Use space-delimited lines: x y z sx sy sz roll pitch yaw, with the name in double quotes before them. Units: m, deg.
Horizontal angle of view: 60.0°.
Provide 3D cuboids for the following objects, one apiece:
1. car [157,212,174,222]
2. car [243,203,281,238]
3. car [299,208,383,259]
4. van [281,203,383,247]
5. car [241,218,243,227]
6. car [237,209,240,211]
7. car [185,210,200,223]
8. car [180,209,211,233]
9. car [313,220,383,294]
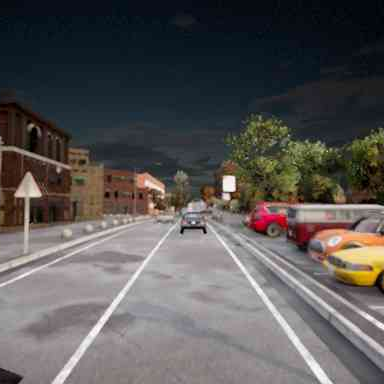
"car" -3.296 3.195 41.867 1.895 1.301 4.718 0 -3 0
"car" 6.257 1.690 20.443 5.566 2.045 2.435 0 -2 0
"car" 6.321 1.556 11.214 4.553 1.767 2.185 0 -1 0
"van" 6.388 1.535 14.253 4.442 1.987 1.878 0 -2 0
"car" 6.203 2.043 23.350 5.008 1.535 2.097 0 -2 -1
"car" 6.197 2.023 26.388 4.553 1.767 2.185 0 -2 -1
"car" 0.057 2.995 40.848 1.812 1.442 4.674 0 -4 0
"car" 0.082 2.201 24.635 2.033 1.411 5.357 0 -2 0
"car" 6.123 1.615 8.292 5.366 1.575 1.946 0 -1 0
